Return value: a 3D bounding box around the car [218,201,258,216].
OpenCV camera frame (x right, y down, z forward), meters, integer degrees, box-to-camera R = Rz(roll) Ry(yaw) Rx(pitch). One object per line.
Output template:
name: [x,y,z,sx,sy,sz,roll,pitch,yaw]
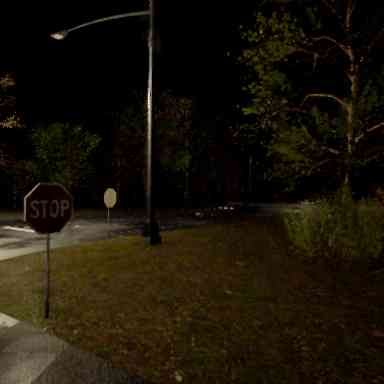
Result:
car: [4.571,1.552,32.478,2.033,1.411,5.357,1,0,36]
